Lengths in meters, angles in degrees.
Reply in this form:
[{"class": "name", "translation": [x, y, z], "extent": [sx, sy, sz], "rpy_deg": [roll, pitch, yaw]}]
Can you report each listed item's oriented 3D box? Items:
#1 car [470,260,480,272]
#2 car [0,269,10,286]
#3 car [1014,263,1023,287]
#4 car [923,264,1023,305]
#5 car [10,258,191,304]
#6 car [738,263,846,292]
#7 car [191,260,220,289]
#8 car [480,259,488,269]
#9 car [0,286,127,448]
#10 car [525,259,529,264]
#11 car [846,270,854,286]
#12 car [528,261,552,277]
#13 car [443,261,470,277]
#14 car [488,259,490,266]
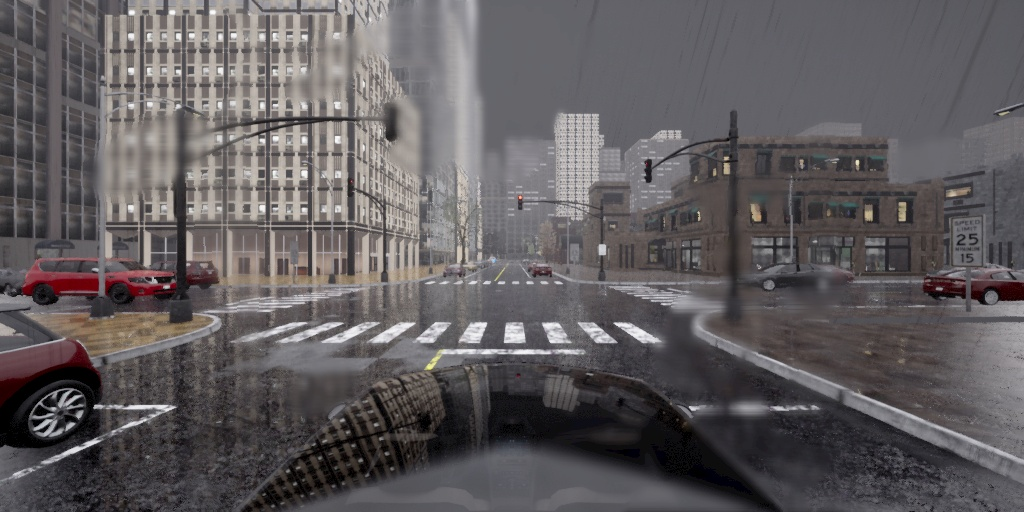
[{"class": "car", "translation": [-5.466, 1.291, 45.684], "extent": [1.751, 1.417, 4.829], "rpy_deg": [0, 0, 0]}, {"class": "car", "translation": [-27.384, 1.419, 19.520], "extent": [4.902, 1.511, 2.128], "rpy_deg": [0, 0, 0]}, {"class": "car", "translation": [31.639, 1.095, 20.117], "extent": [4.181, 1.385, 1.994], "rpy_deg": [0, 0, -1]}, {"class": "car", "translation": [19.136, 1.153, 14.206], "extent": [4.507, 1.381, 1.888], "rpy_deg": [0, 0, -1]}, {"class": "car", "translation": [-18.588, 1.086, 16.425], "extent": [5.566, 2.045, 2.150], "rpy_deg": [0, 0, -1]}, {"class": "car", "translation": [15.140, 1.146, 19.960], "extent": [4.892, 1.490, 1.837], "rpy_deg": [-1, 0, -1]}, {"class": "car", "translation": [-21.019, 1.203, 22.189], "extent": [5.009, 1.841, 2.192], "rpy_deg": [0, 0, -1]}, {"class": "car", "translation": [-5.407, 1.324, 56.936], "extent": [2.007, 1.370, 4.403], "rpy_deg": [0, 0, 0]}, {"class": "car", "translation": [-5.691, 1.190, 2.306], "extent": [1.967, 1.591, 4.097], "rpy_deg": [0, 0, 0]}, {"class": "car", "translation": [2.915, 1.348, 45.811], "extent": [1.802, 1.307, 4.207], "rpy_deg": [0, 0, 0]}, {"class": "car", "translation": [19.053, 1.202, 22.586], "extent": [4.207, 1.307, 1.802], "rpy_deg": [0, 0, -1]}, {"class": "car", "translation": [2.859, 1.304, 34.729], "extent": [1.888, 1.381, 4.507], "rpy_deg": [0, 0, 0]}, {"class": "car", "translation": [-5.523, 1.341, 34.773], "extent": [1.802, 1.307, 4.207], "rpy_deg": [0, 0, 0]}, {"class": "car", "translation": [-5.379, 1.344, 62.476], "extent": [1.948, 1.339, 4.313], "rpy_deg": [0, 0, 0]}]
